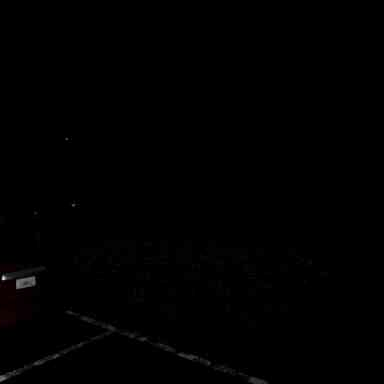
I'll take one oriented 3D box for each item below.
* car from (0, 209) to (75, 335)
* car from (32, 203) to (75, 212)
[{"bbox_3d":[-4.187,1.316,5.942,5.009,1.841,2.192,0,-1,36],"label":"car"},{"bbox_3d":[-14.356,1.807,35.086,1.895,1.301,4.718,-1,-1,37],"label":"car"}]
